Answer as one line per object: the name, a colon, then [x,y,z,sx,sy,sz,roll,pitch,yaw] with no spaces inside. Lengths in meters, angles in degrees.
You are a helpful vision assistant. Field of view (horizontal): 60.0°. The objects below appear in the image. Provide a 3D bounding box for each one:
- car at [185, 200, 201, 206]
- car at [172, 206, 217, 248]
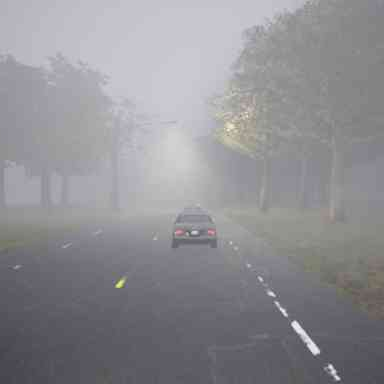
car: [0.087,1.609,40.429,1.895,1.301,4.718,0,0,0]
car: [0.097,1.554,14.825,2.033,1.411,5.357,0,0,0]
